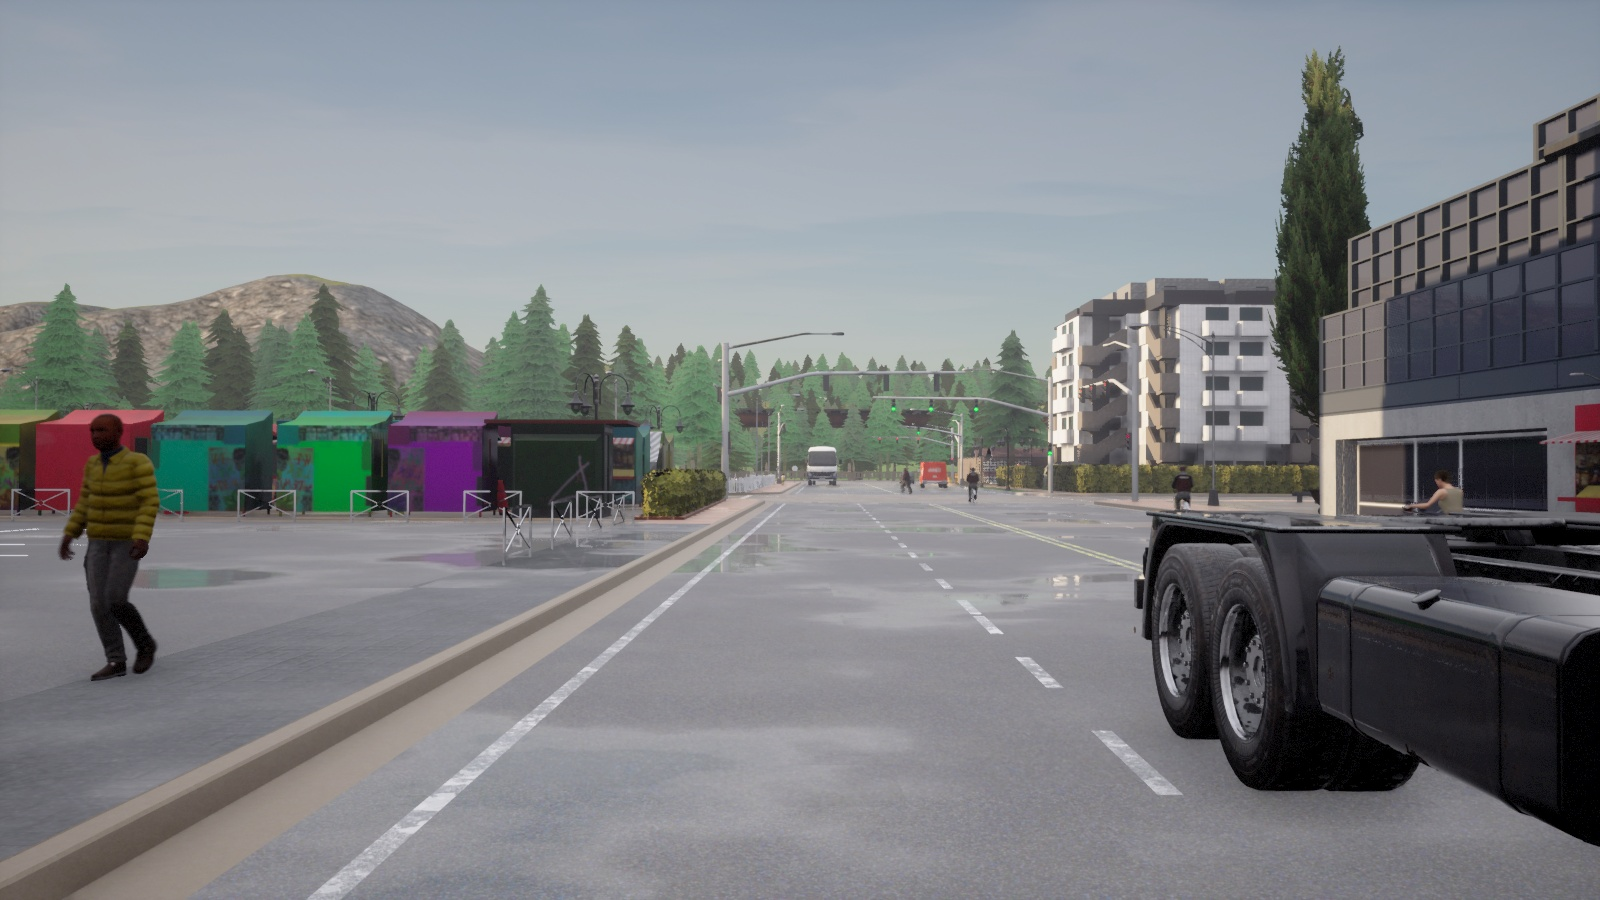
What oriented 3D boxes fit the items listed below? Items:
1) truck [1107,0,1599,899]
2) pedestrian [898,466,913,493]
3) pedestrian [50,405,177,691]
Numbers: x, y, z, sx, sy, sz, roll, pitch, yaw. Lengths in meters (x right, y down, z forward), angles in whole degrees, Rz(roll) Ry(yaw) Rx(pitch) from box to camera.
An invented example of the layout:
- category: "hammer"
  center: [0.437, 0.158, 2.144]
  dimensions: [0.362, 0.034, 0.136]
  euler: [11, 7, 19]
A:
- category: "truck"
  center: [3.537, -0.102, 4.747]
  dimensions: [2.891, 3.462, 7.936]
  euler: [0, -1, 1]
- category: "pedestrian"
  center: [7.086, 1.987, 84.322]
  dimensions: [0.899, 1.844, 0.634]
  euler: [0, -1, -7]
- category: "pedestrian"
  center: [-4.599, 0.633, 8.444]
  dimensions: [0.370, 1.835, 0.726]
  euler: [0, -1, 10]
